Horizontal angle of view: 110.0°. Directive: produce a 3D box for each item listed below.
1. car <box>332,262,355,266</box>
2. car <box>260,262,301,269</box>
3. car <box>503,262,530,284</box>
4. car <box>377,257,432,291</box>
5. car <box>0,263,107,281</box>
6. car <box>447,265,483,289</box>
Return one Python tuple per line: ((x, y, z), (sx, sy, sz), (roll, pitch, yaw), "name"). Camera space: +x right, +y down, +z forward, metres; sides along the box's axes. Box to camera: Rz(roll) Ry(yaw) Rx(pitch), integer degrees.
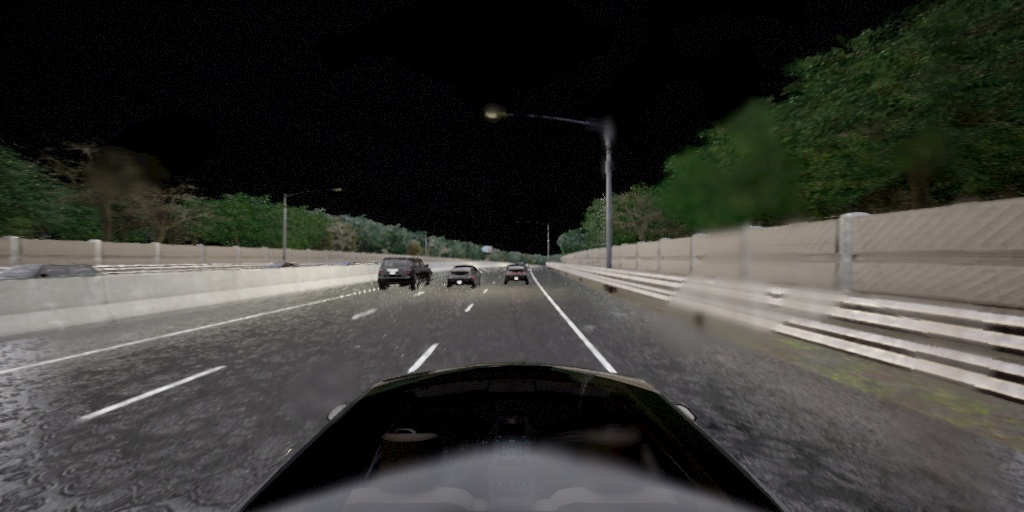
((-17.079, 1.388, 36.154), (1.882, 1.535, 5.008), (0, 0, 2), "car")
((-24.044, 1.406, 37.220), (1.837, 1.490, 4.892), (0, 0, 2), "car")
((0.384, 1.408, 28.940), (1.837, 1.490, 4.892), (0, 0, 1), "car")
((-6.760, 1.075, 23.144), (2.150, 2.045, 5.566), (0, 0, 1), "car")
((-21.000, 1.130, 15.822), (2.097, 1.767, 4.553), (0, 0, 1), "car")
((-3.207, 1.374, 24.654), (1.837, 1.490, 4.892), (0, 0, 1), "car")
